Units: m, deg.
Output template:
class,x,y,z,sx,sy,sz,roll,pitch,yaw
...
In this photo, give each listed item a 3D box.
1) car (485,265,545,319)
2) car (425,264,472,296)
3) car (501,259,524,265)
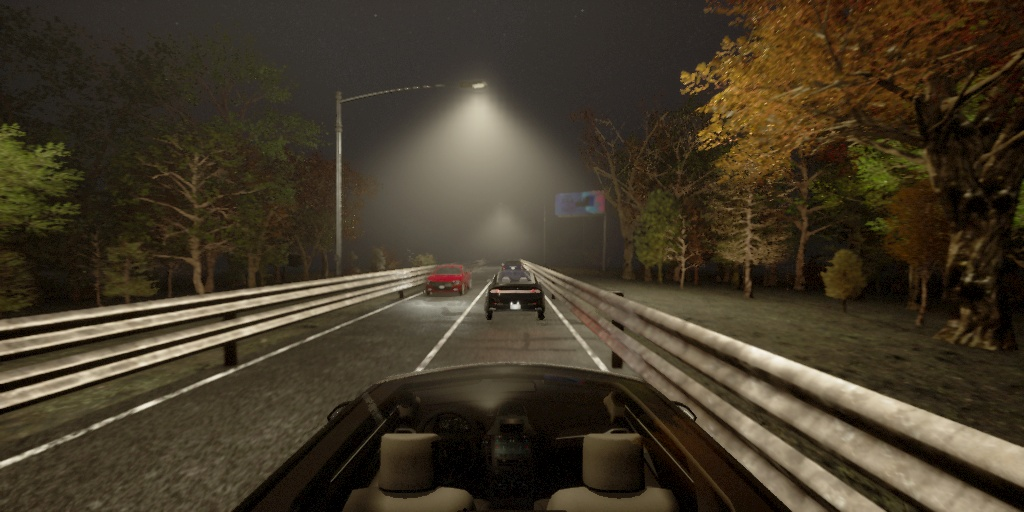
class,x,y,z,sx,sy,sz,roll,pitch,yaw
car,0.101,1.237,12.691,2.128,1.511,4.902,0,0,0
car,-3.350,1.220,19.615,1.882,1.535,5.008,0,0,0
car,0.088,1.089,33.550,2.097,1.767,4.553,0,0,0
